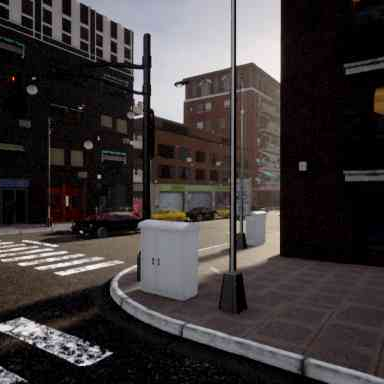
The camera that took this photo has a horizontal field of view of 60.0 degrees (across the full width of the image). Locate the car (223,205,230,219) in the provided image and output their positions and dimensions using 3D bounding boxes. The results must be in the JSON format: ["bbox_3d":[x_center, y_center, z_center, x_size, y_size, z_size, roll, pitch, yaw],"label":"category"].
[{"bbox_3d":[3.935,2.153,36.609,1.752,1.417,4.829,-1,-2,35],"label":"car"}]

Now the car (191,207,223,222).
[{"bbox_3d":[0.871,2.092,32.218,1.947,1.339,4.313,-1,-2,35],"label":"car"}]

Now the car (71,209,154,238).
[{"bbox_3d":[-4.686,1.881,19.701,1.895,1.301,4.718,0,-1,35],"label":"car"}]

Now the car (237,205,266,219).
[{"bbox_3d":[6.284,2.147,35.414,1.837,1.490,4.892,0,-1,35],"label":"car"}]

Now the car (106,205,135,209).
[{"bbox_3d":[-5.449,1.758,23.162,1.967,1.590,4.097,-1,-2,35],"label":"car"}]

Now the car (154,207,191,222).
[{"bbox_3d":[-2.386,1.944,27.550,1.752,1.417,4.829,-1,-2,35],"label":"car"}]
